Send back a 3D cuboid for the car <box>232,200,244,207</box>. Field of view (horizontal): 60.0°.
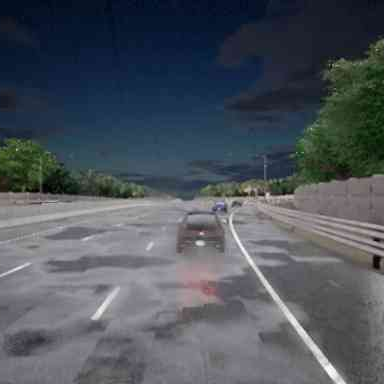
[{"bbox_3d":[9.564,2.341,69.024,1.837,1.490,4.892,-1,-1,16],"label":"car"}]

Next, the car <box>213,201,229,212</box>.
[{"bbox_3d":[3.760,1.946,43.520,1.812,1.442,4.674,0,-2,10],"label":"car"}]

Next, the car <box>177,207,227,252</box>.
[{"bbox_3d":[0.428,1.599,14.284,1.837,1.490,4.892,0,0,3],"label":"car"}]
